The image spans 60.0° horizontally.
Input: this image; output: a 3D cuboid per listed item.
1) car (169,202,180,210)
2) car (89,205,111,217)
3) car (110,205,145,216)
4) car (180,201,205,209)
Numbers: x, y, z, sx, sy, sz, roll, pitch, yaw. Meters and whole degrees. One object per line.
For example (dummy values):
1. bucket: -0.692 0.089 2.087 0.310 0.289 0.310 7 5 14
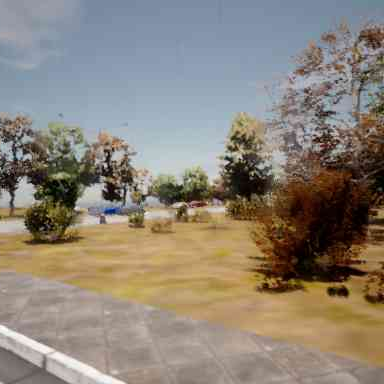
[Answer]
1. car: -2.427 2.580 59.332 1.812 1.442 4.674 -3 -2 32
2. car: -11.620 2.497 44.867 1.882 1.535 5.008 -3 -2 32
3. car: -8.164 2.436 43.784 1.994 1.385 4.181 -3 -2 32
4. car: 0.526 2.180 57.479 1.882 1.535 5.008 -3 -2 32
